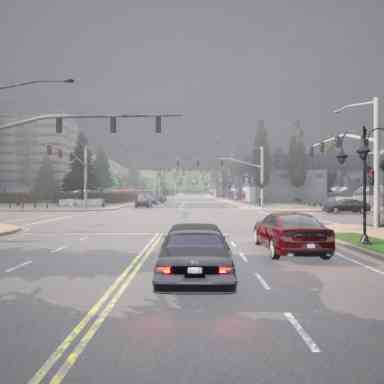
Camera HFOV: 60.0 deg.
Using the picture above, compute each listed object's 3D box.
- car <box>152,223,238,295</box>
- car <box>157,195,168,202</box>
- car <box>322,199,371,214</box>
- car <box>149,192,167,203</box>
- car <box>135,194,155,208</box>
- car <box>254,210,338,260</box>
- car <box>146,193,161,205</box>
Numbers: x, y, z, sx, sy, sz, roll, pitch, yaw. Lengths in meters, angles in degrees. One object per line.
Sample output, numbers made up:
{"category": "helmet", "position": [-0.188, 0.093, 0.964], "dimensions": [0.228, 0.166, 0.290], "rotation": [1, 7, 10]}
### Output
{"category": "car", "position": [0.078, 1.547, 8.887], "dimensions": [2.033, 1.411, 5.357], "rotation": [0, 0, 1]}
{"category": "car", "position": [-6.842, 1.540, 78.186], "dimensions": [2.033, 1.411, 5.357], "rotation": [0, 0, 0]}
{"category": "car", "position": [16.256, 1.505, 35.146], "dimensions": [4.892, 1.490, 1.837], "rotation": [0, 0, -1]}
{"category": "car", "position": [-6.875, 1.221, 67.571], "dimensions": [2.150, 2.045, 5.566], "rotation": [0, 0, 0]}
{"category": "car", "position": [-6.981, 1.477, 48.096], "dimensions": [1.882, 1.535, 5.008], "rotation": [0, 0, 0]}
{"category": "car", "position": [3.605, 1.478, 12.507], "dimensions": [1.882, 1.535, 5.008], "rotation": [0, 0, 0]}
{"category": "car", "position": [-6.947, 1.477, 57.672], "dimensions": [1.882, 1.535, 5.008], "rotation": [0, 0, 0]}
